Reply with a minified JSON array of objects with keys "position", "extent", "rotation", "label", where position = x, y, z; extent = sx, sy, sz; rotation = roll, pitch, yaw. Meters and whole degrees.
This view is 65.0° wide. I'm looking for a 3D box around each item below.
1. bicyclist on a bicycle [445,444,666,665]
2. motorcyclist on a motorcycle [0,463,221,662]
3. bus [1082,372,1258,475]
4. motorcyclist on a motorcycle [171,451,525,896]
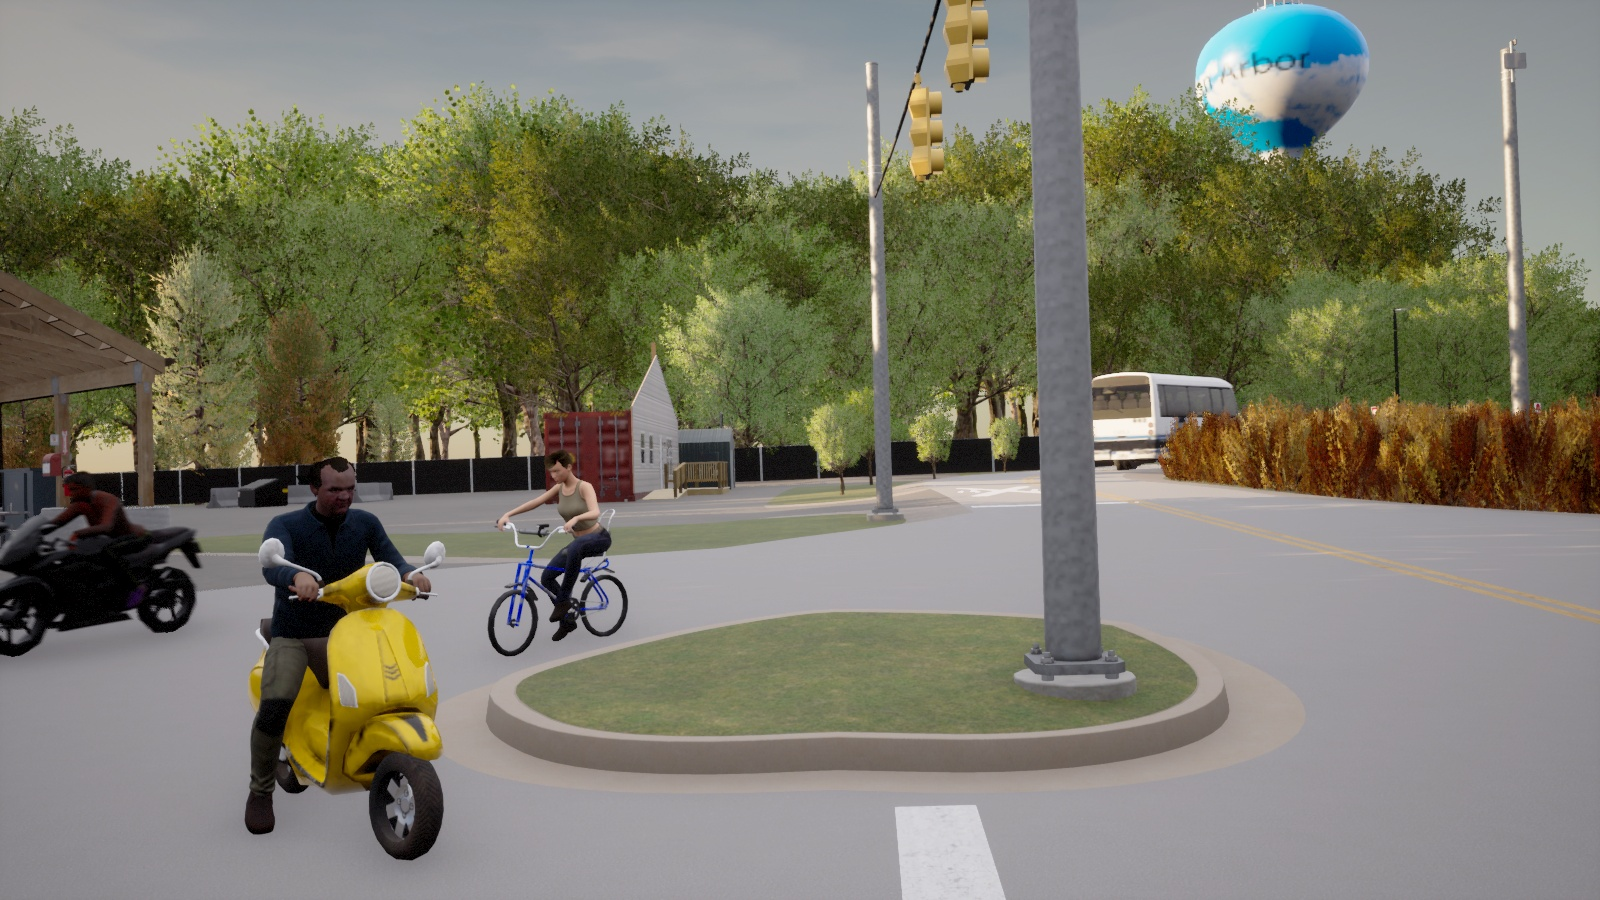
[{"position":[-1.981,0.792,10.328],"extent":[0.866,1.612,1.509],"rotation":[-1,2,39],"label":"bicyclist on a bicycle"},{"position":[-6.199,0.894,10.945],"extent":[0.797,1.523,2.044],"rotation":[1,1,26],"label":"motorcyclist on a motorcycle"},{"position":[17.231,-1.154,57.877],"extent":[3.944,4.253,10.273],"rotation":[-2,0,40],"label":"bus"},{"position":[-2.030,0.808,5.478],"extent":[0.866,1.590,1.817],"rotation":[0,0,-40],"label":"motorcyclist on a motorcycle"}]
